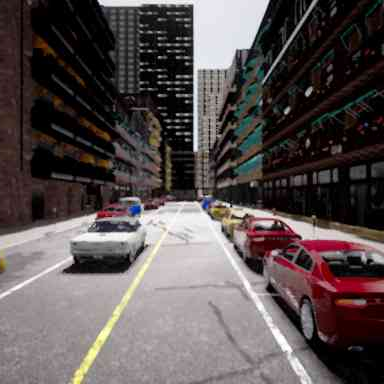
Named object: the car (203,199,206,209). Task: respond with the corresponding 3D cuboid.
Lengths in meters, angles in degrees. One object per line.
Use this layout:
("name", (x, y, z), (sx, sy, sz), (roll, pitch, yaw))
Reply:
("car", (2.408, 1.655, 34.706), (1.802, 1.307, 4.206), (0, 0, 0))

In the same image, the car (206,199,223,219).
("car", (2.435, 1.584, 29.186), (1.752, 1.417, 4.829), (0, 0, 0))

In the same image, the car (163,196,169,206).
("car", (-5.583, 1.703, 57.418), (1.887, 1.381, 4.507), (0, 0, 0))

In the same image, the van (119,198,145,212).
("van", (-5.443, 1.413, 28.969), (1.690, 1.788, 3.998), (0, 0, 0))

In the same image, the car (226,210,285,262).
("car", (2.519, 1.563, 11.949), (1.887, 1.381, 4.507), (0, 0, 0))

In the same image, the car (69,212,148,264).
("car", (-2.804, 1.629, 12.122), (1.895, 1.301, 4.718), (0, 0, 0))

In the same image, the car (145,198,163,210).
("car", (-5.528, 1.667, 46.038), (1.887, 1.381, 4.507), (0, 0, 0))

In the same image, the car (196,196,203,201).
("car", (2.130, 1.857, 91.602), (1.802, 1.307, 4.206), (0, 0, 0))

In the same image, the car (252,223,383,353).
("car", (2.547, 1.552, 6.260), (1.887, 1.381, 4.507), (0, 0, 0))

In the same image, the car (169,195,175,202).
("car", (-5.693, 1.681, 80.177), (1.967, 1.590, 4.097), (0, 0, 0))

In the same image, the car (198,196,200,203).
("car", (2.324, 1.651, 51.946), (1.752, 1.417, 4.829), (0, 0, 0))

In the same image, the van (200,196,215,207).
("van", (2.354, 1.449, 46.086), (1.690, 1.788, 3.998), (0, 0, 0))

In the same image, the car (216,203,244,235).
("car", (2.491, 1.556, 17.808), (1.752, 1.417, 4.829), (0, 0, 0))

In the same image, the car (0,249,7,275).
("car", (-5.333, 1.547, 6.040), (1.752, 1.417, 4.829), (0, 0, 0))

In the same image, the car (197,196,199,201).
("car", (2.215, 1.645, 74.533), (1.967, 1.590, 4.097), (0, 0, 0))

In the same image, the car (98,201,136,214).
("car", (-5.417, 1.602, 23.280), (1.887, 1.381, 4.507), (0, 0, 0))
